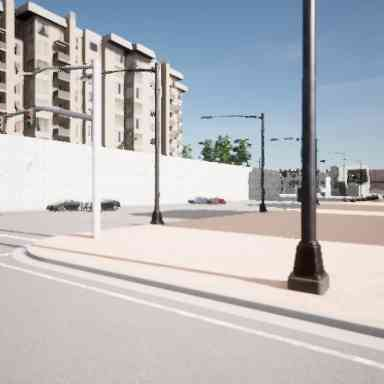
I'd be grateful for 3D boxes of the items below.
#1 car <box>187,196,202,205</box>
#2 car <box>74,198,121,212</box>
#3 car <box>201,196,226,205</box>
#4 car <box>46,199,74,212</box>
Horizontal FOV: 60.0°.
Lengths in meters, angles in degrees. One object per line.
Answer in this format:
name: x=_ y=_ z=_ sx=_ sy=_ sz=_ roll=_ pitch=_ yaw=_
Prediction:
car: x=1.299 y=1.466 z=58.759 sx=2.033 sy=1.411 sz=5.357 roll=0 pitch=0 yaw=36
car: x=-10.120 y=1.417 z=36.986 sx=2.128 sy=1.511 sz=4.902 roll=0 pitch=0 yaw=36
car: x=4.011 y=1.492 z=56.539 sx=1.994 sy=1.385 sz=4.181 roll=0 pitch=0 yaw=36
car: x=-14.162 y=1.480 z=37.362 sx=1.994 sy=1.385 sz=4.181 roll=0 pitch=0 yaw=35
